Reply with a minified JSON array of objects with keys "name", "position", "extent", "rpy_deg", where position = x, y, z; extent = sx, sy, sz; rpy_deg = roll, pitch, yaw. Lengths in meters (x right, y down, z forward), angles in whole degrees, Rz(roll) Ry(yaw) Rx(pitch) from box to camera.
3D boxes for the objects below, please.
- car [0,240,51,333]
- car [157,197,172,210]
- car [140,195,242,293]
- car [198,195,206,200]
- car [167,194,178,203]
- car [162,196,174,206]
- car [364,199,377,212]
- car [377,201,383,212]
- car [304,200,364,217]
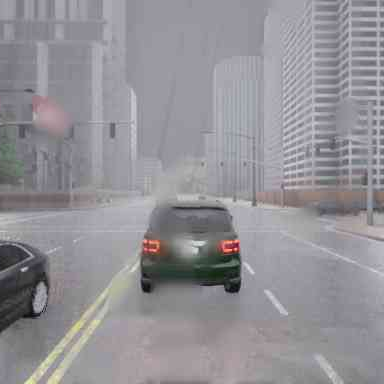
[{"name":"car","position":[-3.628,1.504,4.588],"extent":[1.837,1.490,4.892],"rpy_deg":[0,0,-1]},{"name":"car","position":[-3.670,1.477,44.066],"extent":[1.882,1.535,5.008],"rpy_deg":[0,0,-5]},{"name":"car","position":[-0.022,1.221,9.003],"extent":[2.150,2.045,5.566],"rpy_deg":[0,0,0]},{"name":"car","position":[2.724,1.500,90.613],"extent":[1.837,1.490,4.892],"rpy_deg":[0,0,0]},{"name":"car","position":[-4.099,1.355,70.222],"extent":[2.097,1.767,4.553],"rpy_deg":[0,0,0]},{"name":"car","position":[-4.069,1.478,57.088],"extent":[1.882,1.535,5.008],"rpy_deg":[0,0,0]},{"name":"car","position":[19.460,1.547,37.372],"extent":[5.357,1.411,2.033],"rpy_deg":[0,0,-1]},{"name":"car","position":[22.129,1.477,33.907],"extent":[5.008,1.535,1.882],"rpy_deg":[0,0,-1]},{"name":"car","position":[12.618,1.525,30.258],"extent":[4.674,1.442,1.812],"rpy_deg":[0,0,3]}]
